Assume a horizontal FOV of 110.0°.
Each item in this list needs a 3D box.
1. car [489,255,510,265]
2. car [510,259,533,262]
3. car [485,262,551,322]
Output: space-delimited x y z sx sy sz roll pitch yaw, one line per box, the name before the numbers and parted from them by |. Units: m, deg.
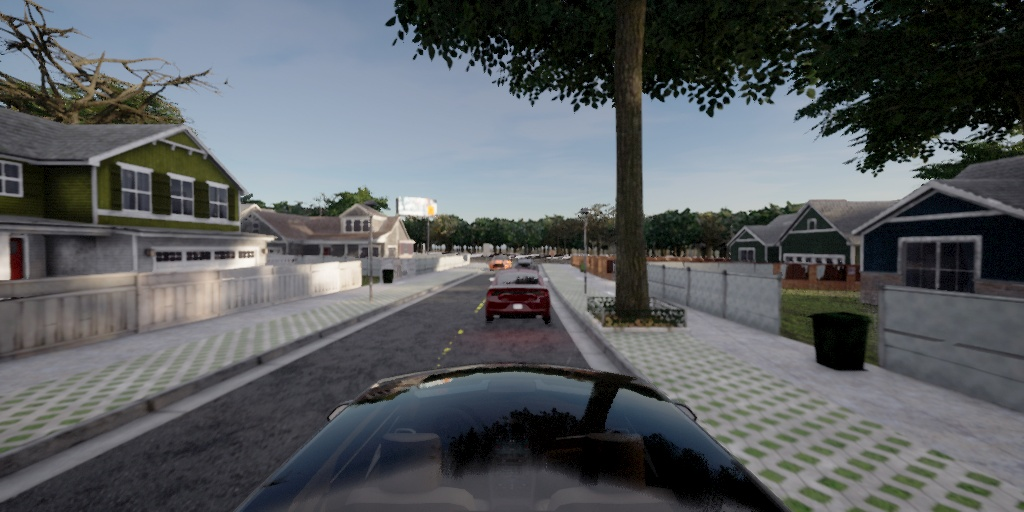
car | -1.264 0.705 39.383 2.097 1.767 4.553 0 1 4
car | 1.124 0.983 30.692 1.837 1.490 4.892 0 1 4
car | 0.226 1.162 12.020 1.882 1.535 5.008 0 1 2
